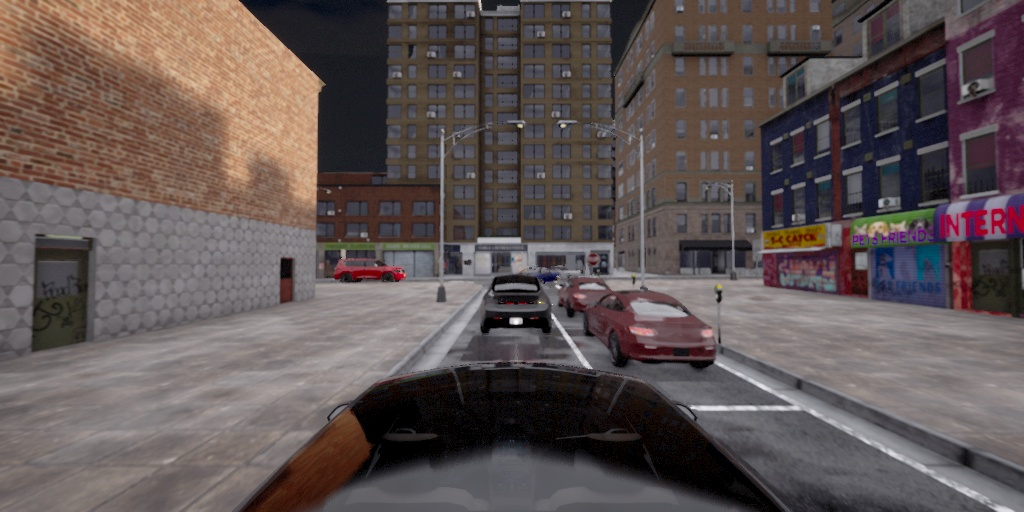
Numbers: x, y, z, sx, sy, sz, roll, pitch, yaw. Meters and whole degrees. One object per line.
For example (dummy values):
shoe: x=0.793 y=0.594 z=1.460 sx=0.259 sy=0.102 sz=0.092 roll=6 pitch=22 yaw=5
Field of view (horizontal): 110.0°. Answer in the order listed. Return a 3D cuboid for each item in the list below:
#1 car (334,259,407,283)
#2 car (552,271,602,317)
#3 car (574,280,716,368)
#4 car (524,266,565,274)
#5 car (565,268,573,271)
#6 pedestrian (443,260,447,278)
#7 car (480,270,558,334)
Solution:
car: x=-11.567 y=1.248 z=29.404 sx=5.566 sy=2.045 sz=2.150 roll=0 pitch=-1 yaw=0
car: x=2.663 y=1.410 z=13.128 sx=1.802 sy=1.307 sz=4.207 roll=0 pitch=0 yaw=0
car: x=2.651 y=1.373 z=7.689 sx=1.802 sy=1.307 sz=4.207 roll=0 pitch=0 yaw=0
car: x=1.933 y=1.506 z=26.425 sx=1.895 sy=1.301 sz=4.718 roll=-1 pitch=0 yaw=30
car: x=3.629 y=1.549 z=32.253 sx=4.718 sy=1.301 sz=1.895 roll=-1 pitch=-1 yaw=0
pedestrian: x=-6.754 y=1.266 z=35.236 sx=0.375 sy=1.860 sz=0.375 roll=0 pitch=-1 yaw=0
car: x=0.110 y=1.316 z=10.851 sx=1.837 sy=1.490 sz=4.892 roll=0 pitch=-1 yaw=0
